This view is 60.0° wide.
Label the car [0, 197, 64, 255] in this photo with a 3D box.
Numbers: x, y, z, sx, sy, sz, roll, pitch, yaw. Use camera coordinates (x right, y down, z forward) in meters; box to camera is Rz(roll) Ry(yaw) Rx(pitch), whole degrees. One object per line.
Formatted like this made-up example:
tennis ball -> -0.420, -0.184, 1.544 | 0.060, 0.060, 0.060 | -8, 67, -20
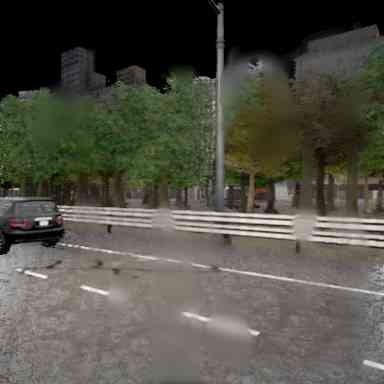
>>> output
car -> -7.512, 1.218, 13.530 | 5.566, 2.045, 2.150 | 0, 0, 36
